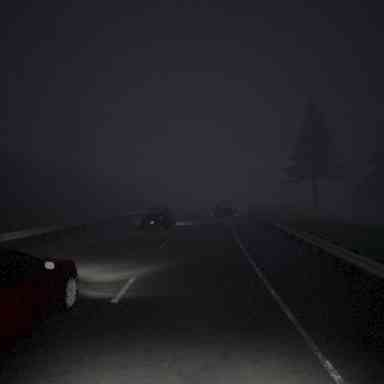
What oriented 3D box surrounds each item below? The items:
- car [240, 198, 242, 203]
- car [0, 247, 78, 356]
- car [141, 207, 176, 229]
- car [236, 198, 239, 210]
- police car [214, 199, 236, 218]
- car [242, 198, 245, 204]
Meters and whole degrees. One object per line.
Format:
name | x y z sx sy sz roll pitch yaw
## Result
car | 8.316 2.167 67.154 2.128 1.511 4.902 0 -1 13
car | -3.291 1.523 4.838 1.882 1.535 5.008 0 -1 1
car | -2.300 1.757 23.239 1.812 1.442 4.674 0 -1 5
car | 4.738 1.800 44.181 2.097 1.767 4.553 0 -1 9
police car | 3.342 1.777 34.643 1.930 1.638 5.238 0 -1 7
car | 11.912 2.199 82.415 1.882 1.535 5.008 0 -1 13
